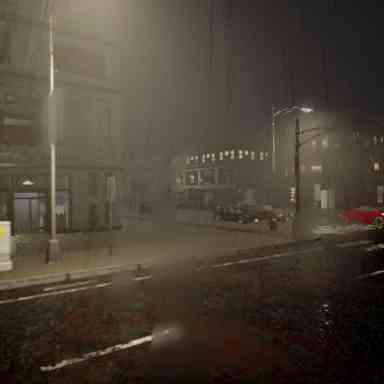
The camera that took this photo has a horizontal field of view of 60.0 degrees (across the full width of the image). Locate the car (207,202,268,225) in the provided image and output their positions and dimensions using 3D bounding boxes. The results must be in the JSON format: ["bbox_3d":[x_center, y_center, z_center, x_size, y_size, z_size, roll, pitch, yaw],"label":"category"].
[{"bbox_3d":[3.520,1.794,26.587,1.947,1.339,4.313,-2,0,-35],"label":"car"}]

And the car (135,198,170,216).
[{"bbox_3d":[-4.426,1.826,37.966,1.967,1.590,4.097,-2,0,-35],"label":"car"}]

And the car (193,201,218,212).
[{"bbox_3d":[2.406,1.874,42.824,1.802,1.307,4.206,-2,0,-35],"label":"car"}]

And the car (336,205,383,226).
[{"bbox_3d":[12.505,1.620,23.695,1.994,1.385,4.181,-1,-1,-29],"label":"car"}]

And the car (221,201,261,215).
[{"bbox_3d":[5.613,1.780,38.313,2.008,1.369,4.403,-2,0,-35],"label":"car"}]

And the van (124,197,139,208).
[{"bbox_3d":[-10.430,1.878,60.868,1.690,1.788,3.998,-2,0,-35],"label":"van"}]

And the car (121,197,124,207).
[{"bbox_3d":[-13.638,1.911,65.378,2.192,1.841,5.009,-2,0,-35],"label":"car"}]

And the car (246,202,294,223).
[{"bbox_3d":[5.877,1.742,27.963,2.033,1.411,5.357,-1,0,-35],"label":"car"}]

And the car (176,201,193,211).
[{"bbox_3d":[-0.801,1.936,47.335,1.802,1.307,4.206,-2,0,-35],"label":"car"}]
